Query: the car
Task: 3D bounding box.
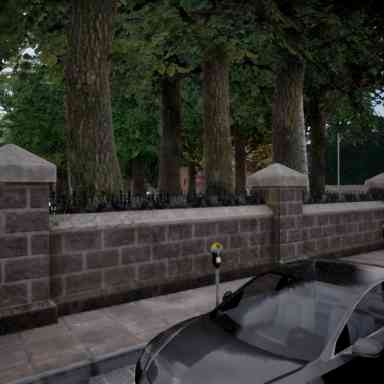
[{"bbox_3d":[1.470,1.565,3.872,4.313,1.339,1.947,0,-1,-36],"label":"car"}]
